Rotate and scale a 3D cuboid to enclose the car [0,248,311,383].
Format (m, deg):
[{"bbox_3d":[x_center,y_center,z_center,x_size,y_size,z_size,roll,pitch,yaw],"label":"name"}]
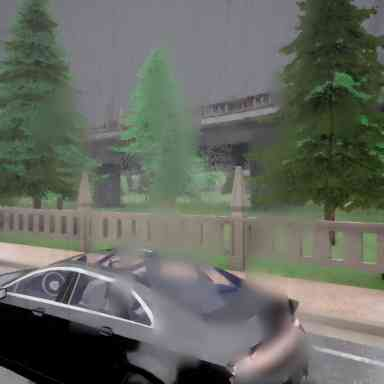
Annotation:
[{"bbox_3d":[-1.100,1.492,4.193,4.902,1.511,2.128,0,0,33],"label":"car"}]
